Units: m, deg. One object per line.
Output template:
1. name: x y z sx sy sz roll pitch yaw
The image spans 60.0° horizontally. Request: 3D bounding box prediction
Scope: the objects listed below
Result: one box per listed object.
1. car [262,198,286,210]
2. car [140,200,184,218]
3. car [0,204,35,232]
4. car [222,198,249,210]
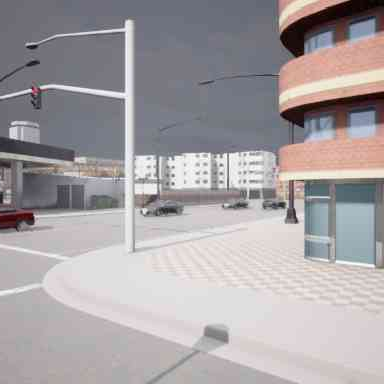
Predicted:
1. car: 10.839 1.491 43.727 2.128 1.511 4.902 0 0 35
2. car: -2.702 1.492 30.612 2.128 1.511 4.902 0 0 35
3. car: -11.189 1.478 18.160 1.882 1.535 5.008 0 0 33
4. car: 5.552 1.491 42.546 2.128 1.511 4.902 0 0 35
